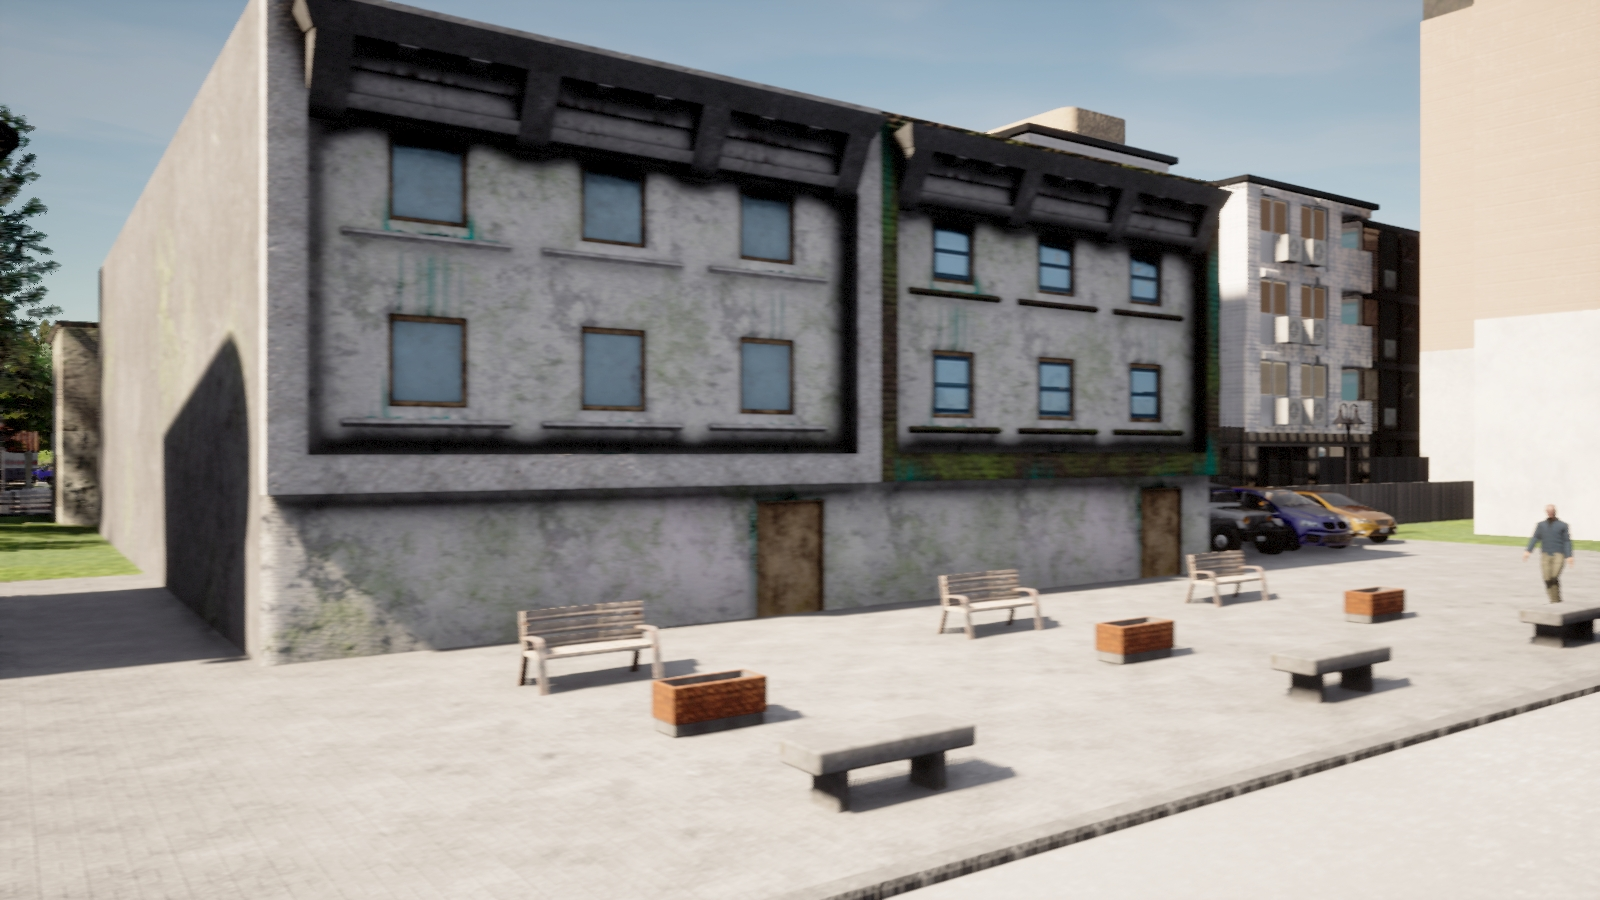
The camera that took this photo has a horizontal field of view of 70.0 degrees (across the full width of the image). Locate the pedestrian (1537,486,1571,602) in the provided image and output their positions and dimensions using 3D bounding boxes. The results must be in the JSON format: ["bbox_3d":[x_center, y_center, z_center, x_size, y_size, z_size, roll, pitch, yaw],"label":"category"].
[{"bbox_3d":[12.353,1.525,18.718,0.375,1.860,0.375,0,0,-38],"label":"pedestrian"}]
